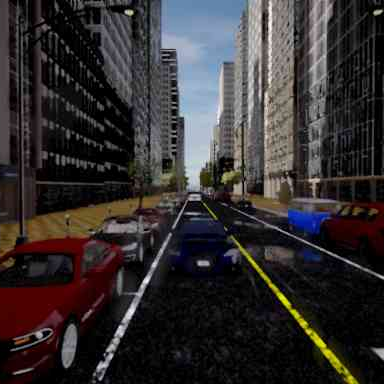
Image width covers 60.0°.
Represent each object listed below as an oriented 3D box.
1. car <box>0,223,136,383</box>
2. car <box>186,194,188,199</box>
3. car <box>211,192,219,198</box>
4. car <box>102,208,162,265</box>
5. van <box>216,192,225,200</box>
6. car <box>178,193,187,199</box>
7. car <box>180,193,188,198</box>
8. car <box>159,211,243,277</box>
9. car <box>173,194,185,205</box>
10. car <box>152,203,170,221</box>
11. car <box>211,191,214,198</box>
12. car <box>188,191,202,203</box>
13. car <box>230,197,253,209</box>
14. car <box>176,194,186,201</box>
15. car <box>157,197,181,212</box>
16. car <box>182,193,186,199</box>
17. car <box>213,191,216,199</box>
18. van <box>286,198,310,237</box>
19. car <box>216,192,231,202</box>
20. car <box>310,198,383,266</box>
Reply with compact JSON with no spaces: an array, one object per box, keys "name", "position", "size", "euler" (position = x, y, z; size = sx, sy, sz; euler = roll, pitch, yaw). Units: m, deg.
[{"name":"car","position":[-2.328,1.506,5.540],"size":[1.887,1.381,4.507],"euler":[-1,0,0]},{"name":"car","position":[-2.215,1.054,56.691],"size":[1.967,1.590,4.097],"euler":[-1,0,0]},{"name":"car","position":[6.241,0.819,90.773],"size":[1.967,1.590,4.097],"euler":[-1,0,0]},{"name":"car","position":[-2.317,1.474,11.224],"size":[2.008,1.369,4.403],"euler":[-1,0,0]},{"name":"van","position":[6.202,0.838,73.722],"size":[1.690,1.788,3.998],"euler":[-1,0,0]},{"name":"car","position":[-2.164,1.023,79.426],"size":[1.947,1.339,4.313],"euler":[-1,0,0]},{"name":"car","position":[-2.138,0.929,90.793],"size":[2.008,1.369,4.403],"euler":[-1,0,0]},{"name":"car","position":[0.281,1.496,9.881],"size":[1.994,1.385,4.181],"euler":[0,0,0]},{"name":"car","position":[-2.252,1.281,39.641],"size":[2.008,1.369,4.403],"euler":[-1,0,0]},{"name":"car","position":[-2.303,1.467,16.908],"size":[1.802,1.307,4.206],"euler":[-1,0,0]},{"name":"car","position":[6.216,0.898,79.406],"size":[1.967,1.590,4.097],"euler":[-1,0,0]},{"name":"car","position":[0.488,0.821,58.773],"size":[2.150,2.045,5.566],"euler":[0,0,0]},{"name":"car","position":[6.128,1.282,39.622],"size":[2.008,1.369,4.403],"euler":[-1,0,0]},{"name":"car","position":[-2.189,1.062,67.889],"size":[1.752,1.417,4.829],"euler":[-1,0,0]},{"name":"car","position":[-2.278,1.358,28.274],"size":[2.008,1.369,4.403],"euler":[-1,0,0]},{"name":"car","position":[-2.227,1.235,51.008],"size":[1.802,1.307,4.206],"euler":[-1,0,0]},{"name":"car","position":[6.189,0.851,68.039],"size":[2.192,1.841,5.009],"euler":[-1,0,0]},{"name":"van","position":[6.075,1.226,16.887],"size":[1.690,1.788,3.998],"euler":[-1,0,0]},{"name":"car","position":[6.176,0.890,62.355],"size":[2.192,1.841,5.009],"euler":[-1,0,0]},{"name":"car","position":[6.062,1.239,11.203],"size":[2.192,1.841,5.009],"euler":[-1,0,0]}]
